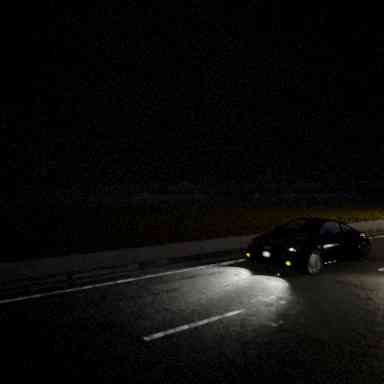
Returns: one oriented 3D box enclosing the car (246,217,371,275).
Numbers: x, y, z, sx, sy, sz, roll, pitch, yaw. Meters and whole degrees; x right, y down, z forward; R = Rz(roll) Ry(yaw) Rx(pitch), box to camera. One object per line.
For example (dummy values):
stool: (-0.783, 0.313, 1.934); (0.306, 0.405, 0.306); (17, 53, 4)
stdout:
car: (3.663, 1.507, 10.288); (4.181, 1.385, 1.994); (0, 0, -35)
